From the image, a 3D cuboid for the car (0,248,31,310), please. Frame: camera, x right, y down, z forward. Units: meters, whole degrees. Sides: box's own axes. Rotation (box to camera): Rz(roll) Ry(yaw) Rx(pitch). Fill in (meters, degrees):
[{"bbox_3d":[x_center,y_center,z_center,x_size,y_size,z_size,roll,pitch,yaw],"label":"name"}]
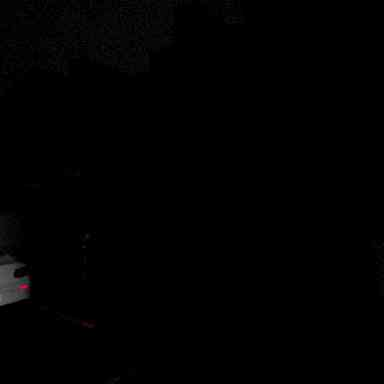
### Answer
[{"bbox_3d":[-4.995,1.524,6.561,4.674,1.442,1.812,0,0,36],"label":"car"}]
